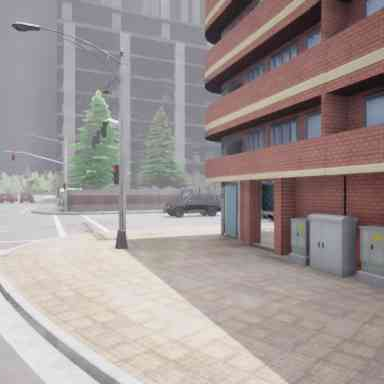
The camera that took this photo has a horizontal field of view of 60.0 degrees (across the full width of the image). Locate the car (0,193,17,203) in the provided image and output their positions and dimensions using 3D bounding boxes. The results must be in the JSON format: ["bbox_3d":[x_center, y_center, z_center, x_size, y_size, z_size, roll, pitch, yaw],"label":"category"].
[{"bbox_3d":[-37.966,1.225,68.479,2.150,2.045,5.566,0,0,-23],"label":"car"}]

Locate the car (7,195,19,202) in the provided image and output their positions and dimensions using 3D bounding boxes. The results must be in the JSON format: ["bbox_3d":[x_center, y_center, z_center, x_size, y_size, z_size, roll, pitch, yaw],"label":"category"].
[{"bbox_3d":[-42.107,1.540,78.274,2.033,1.411,5.357,0,0,-23],"label":"car"}]

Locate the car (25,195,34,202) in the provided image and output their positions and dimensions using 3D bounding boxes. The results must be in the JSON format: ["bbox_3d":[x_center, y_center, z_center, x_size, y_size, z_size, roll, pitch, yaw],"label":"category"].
[{"bbox_3d":[-38.721,1.524,79.253,1.812,1.442,4.674,0,0,-23],"label":"car"}]

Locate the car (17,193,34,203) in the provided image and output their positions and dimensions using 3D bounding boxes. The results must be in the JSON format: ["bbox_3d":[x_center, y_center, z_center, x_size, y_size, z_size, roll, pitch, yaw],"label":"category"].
[{"bbox_3d":[-34.599,1.225,69.503,2.150,2.045,5.566,0,0,-23],"label":"car"}]

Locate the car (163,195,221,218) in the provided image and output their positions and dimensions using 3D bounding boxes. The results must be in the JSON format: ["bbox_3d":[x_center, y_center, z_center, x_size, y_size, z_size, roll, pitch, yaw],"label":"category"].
[{"bbox_3d":[0.124,1.277,31.329,5.566,2.045,2.150,0,0,-22],"label":"car"}]
